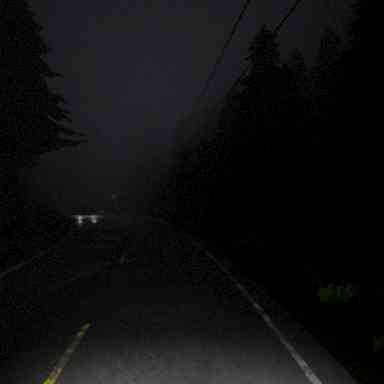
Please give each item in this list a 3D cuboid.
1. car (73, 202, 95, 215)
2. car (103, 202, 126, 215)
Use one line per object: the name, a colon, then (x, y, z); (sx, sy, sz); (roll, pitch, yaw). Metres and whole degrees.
car: (-12.853, 1.885, 39.581); (1.882, 1.535, 5.008); (0, -1, -28)
car: (-9.467, 1.895, 40.326); (2.128, 1.511, 4.902); (0, -1, -27)
